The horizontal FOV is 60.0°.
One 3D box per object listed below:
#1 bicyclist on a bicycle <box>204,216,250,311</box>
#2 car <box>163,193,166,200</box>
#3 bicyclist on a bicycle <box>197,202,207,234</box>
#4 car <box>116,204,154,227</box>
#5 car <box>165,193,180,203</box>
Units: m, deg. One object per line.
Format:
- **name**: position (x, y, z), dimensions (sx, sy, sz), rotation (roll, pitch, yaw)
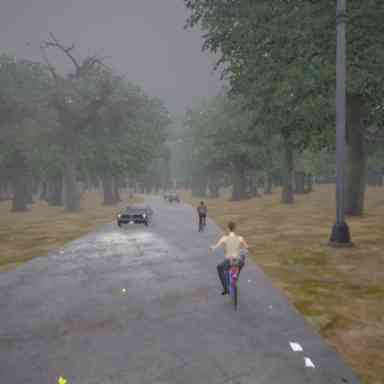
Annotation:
- **bicyclist on a bicycle**: position (0.776, 1.385, 6.649), dimensions (0.866, 1.612, 1.509), rotation (0, 0, -1)
- **car**: position (-5.355, 1.007, 73.711), dimensions (1.812, 1.442, 4.674), rotation (0, 0, -9)
- **bicyclist on a bicycle**: position (0.529, 1.323, 17.227), dimensions (0.582, 1.620, 1.656), rotation (0, 0, -2)
- **car**: position (-3.552, 1.439, 21.292), dimensions (1.895, 1.301, 4.718), rotation (0, 0, -2)
- **car**: position (-3.221, 1.092, 57.966), dimensions (1.837, 1.490, 4.892), rotation (0, 1, -6)
